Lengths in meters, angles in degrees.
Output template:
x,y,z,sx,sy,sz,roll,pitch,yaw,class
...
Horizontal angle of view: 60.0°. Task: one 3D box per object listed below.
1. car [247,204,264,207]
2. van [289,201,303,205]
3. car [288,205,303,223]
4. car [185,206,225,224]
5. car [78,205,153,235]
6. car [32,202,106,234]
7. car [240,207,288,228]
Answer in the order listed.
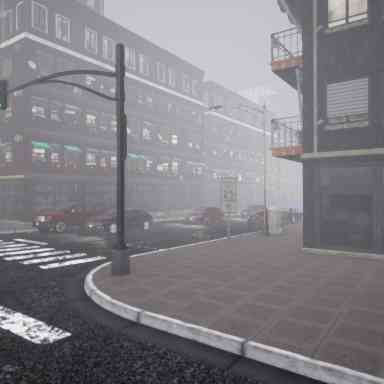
x,y,z,sx,sy,sz,roll,pitch,yaw,class
7.270,2.189,38.280,1.837,1.490,4.892,0,-1,36,car
18.527,2.463,58.822,1.690,1.788,3.998,-2,-2,35,van
9.030,2.120,30.824,2.008,1.369,4.403,-2,-2,35,car
1.294,2.020,29.803,1.812,1.442,4.674,0,-1,35,car
-4.561,1.814,21.500,1.837,1.490,4.892,0,-1,35,car
-7.647,1.603,21.641,2.192,1.841,5.009,-1,-2,35,car
5.758,2.048,26.174,1.802,1.307,4.206,-2,-2,35,car
